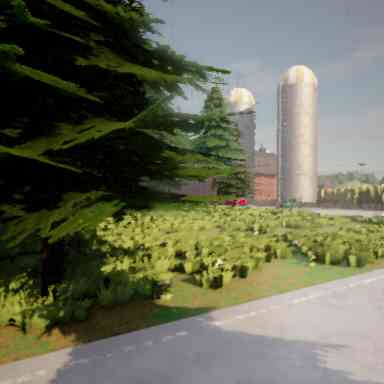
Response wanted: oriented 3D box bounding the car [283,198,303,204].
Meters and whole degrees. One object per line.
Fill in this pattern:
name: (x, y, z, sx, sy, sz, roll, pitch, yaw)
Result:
car: (15.810, 1.832, 52.723, 3.988, 1.617, 1.851, 1, 0, -36)
